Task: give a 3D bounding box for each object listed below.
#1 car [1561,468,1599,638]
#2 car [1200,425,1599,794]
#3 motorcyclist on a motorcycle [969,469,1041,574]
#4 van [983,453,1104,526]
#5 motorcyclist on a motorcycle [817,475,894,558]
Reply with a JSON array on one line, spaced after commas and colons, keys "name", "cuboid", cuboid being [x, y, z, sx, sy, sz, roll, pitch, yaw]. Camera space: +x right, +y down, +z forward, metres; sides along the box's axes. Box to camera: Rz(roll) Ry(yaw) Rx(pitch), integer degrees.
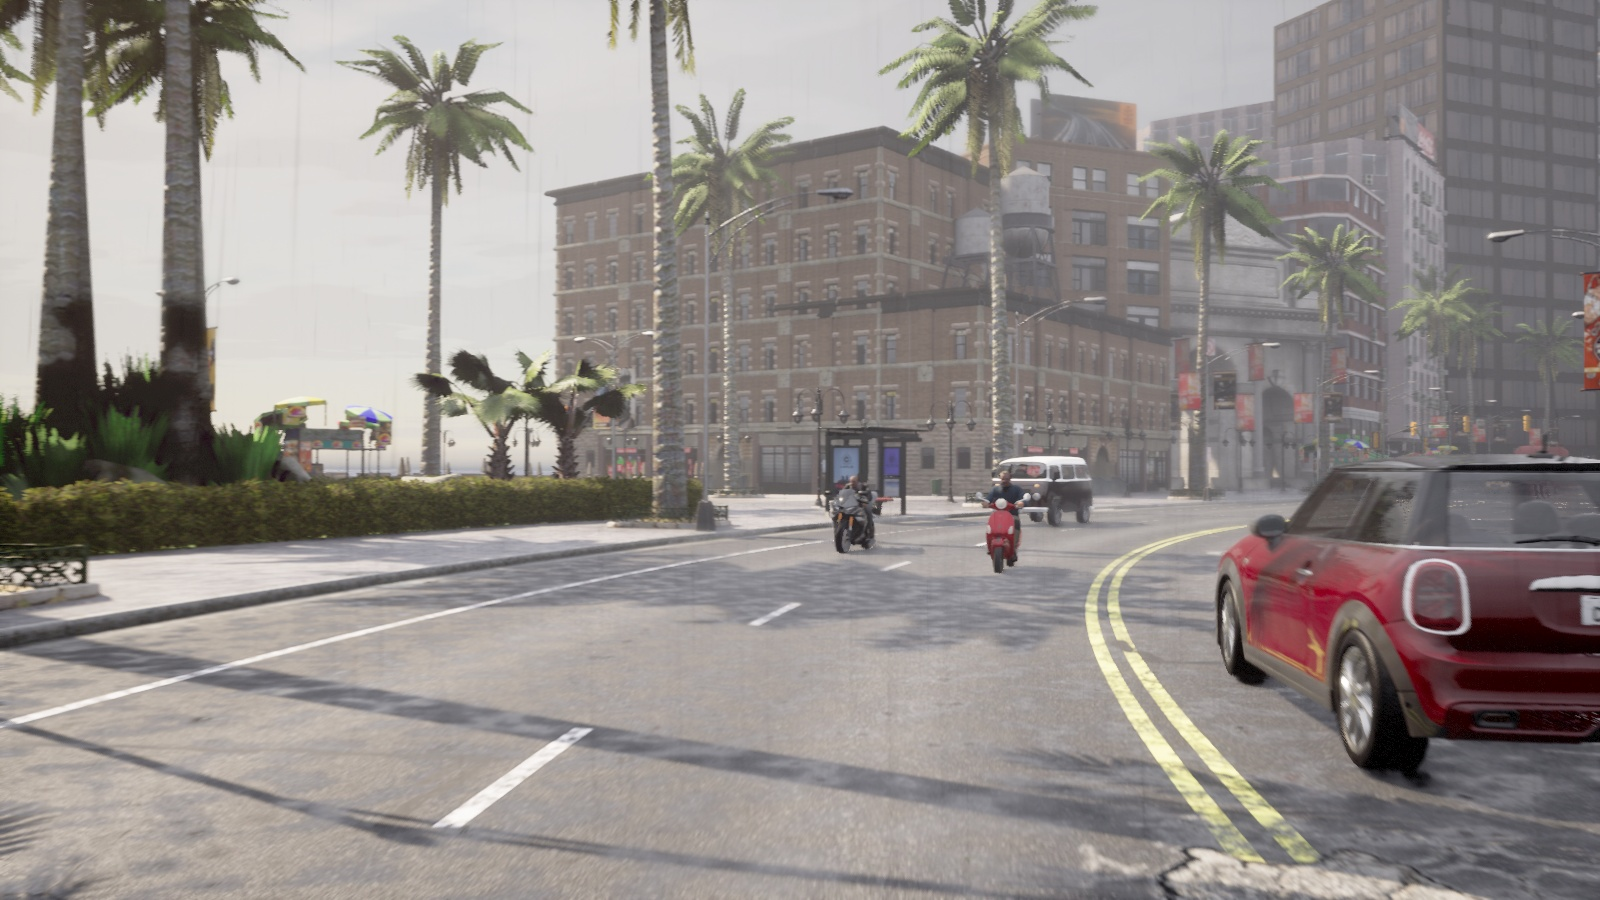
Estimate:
[{"name": "car", "cuboid": [7.931, 0.898, 9.636, 2.007, 1.525, 4.514, 0, -1, 9]}, {"name": "car", "cuboid": [4.169, 0.799, 8.276, 2.097, 1.767, 4.553, 0, -1, 7]}, {"name": "motorcyclist on a motorcycle", "cuboid": [3.276, 1.092, 19.947, 0.866, 1.590, 1.817, 0, -1, 17]}, {"name": "van", "cuboid": [7.332, 1.144, 37.540, 2.069, 2.038, 4.480, -1, -1, 32]}, {"name": "motorcyclist on a motorcycle", "cuboid": [1.113, 1.258, 24.569, 0.866, 1.530, 2.191, 0, -1, 21]}]
